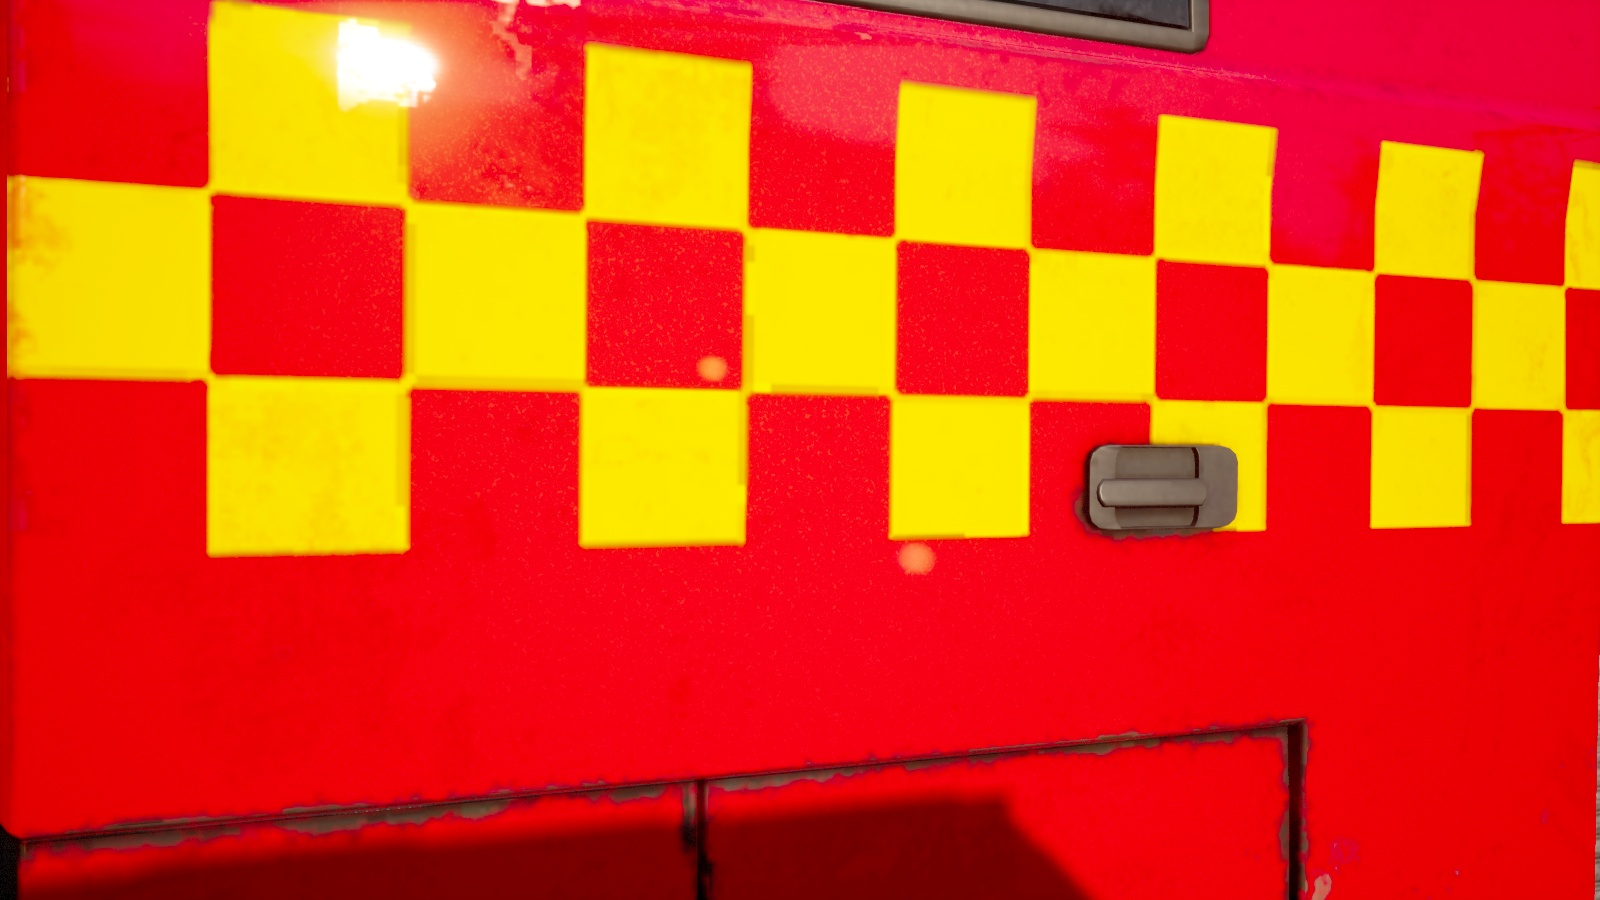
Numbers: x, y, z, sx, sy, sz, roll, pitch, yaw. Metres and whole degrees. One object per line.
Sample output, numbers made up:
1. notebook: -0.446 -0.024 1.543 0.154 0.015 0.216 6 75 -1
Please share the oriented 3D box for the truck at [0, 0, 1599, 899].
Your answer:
1. truck: 0.048 -0.420 3.242 8.468 3.827 2.891 -1 1 -21
